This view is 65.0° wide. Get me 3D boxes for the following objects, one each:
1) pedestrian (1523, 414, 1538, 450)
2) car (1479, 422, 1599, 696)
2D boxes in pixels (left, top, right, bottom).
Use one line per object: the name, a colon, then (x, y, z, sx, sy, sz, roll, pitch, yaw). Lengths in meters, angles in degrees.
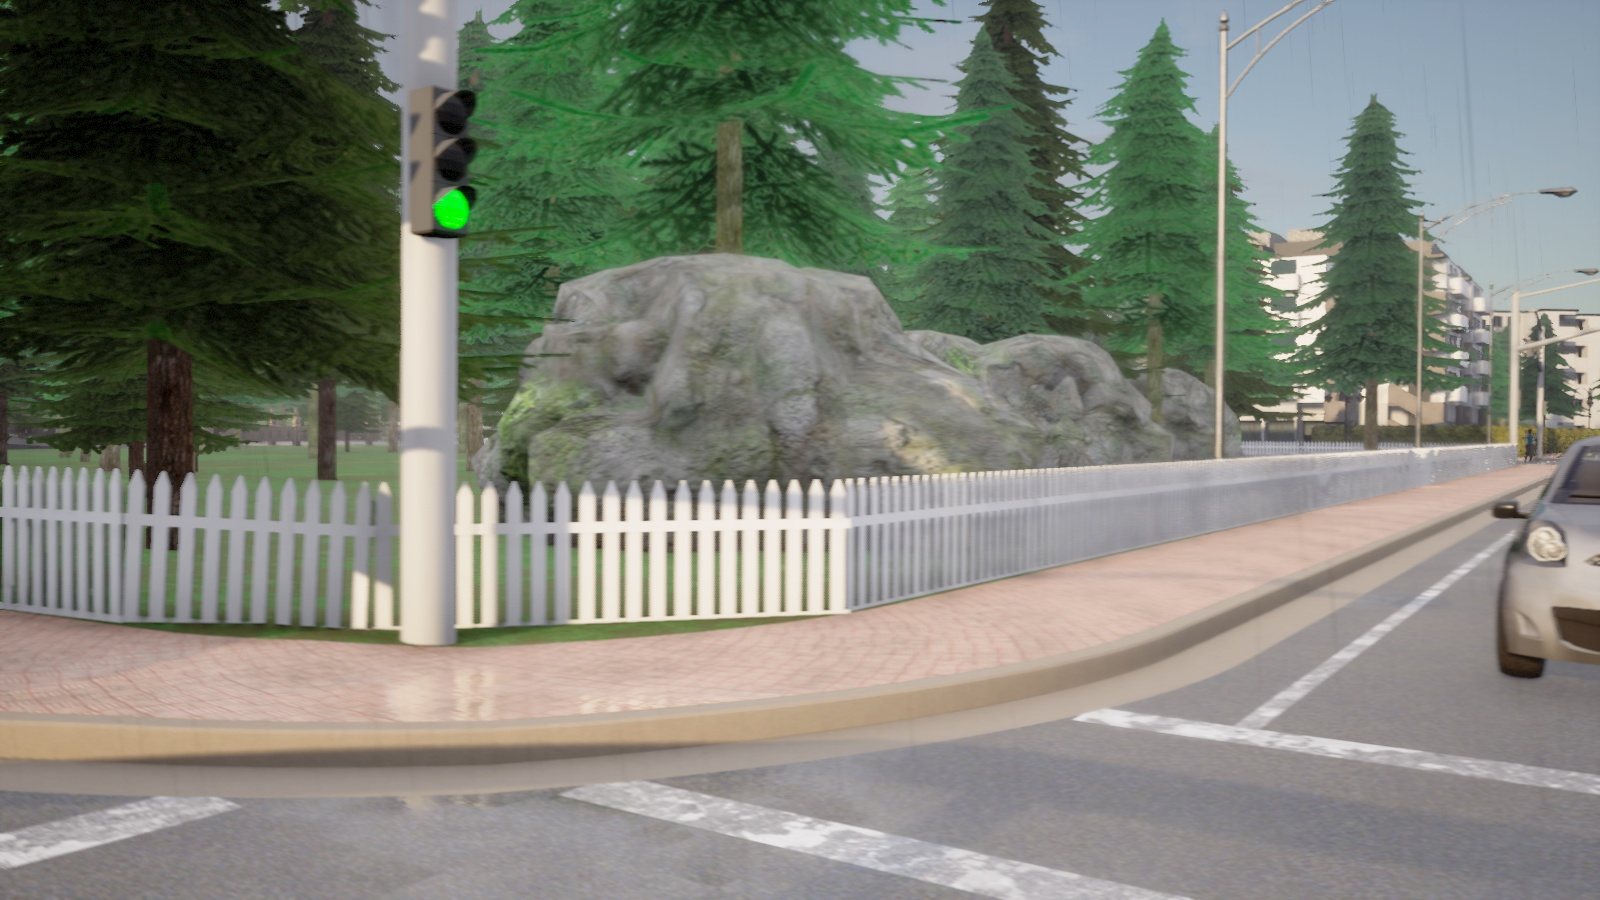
pedestrian: (38.498, -0.949, 66.188, 0.396, 1.930, 0.692, -1, 1, 6)
car: (5.678, 0.564, 8.187, 1.845, 1.501, 3.633, 0, 1, 34)
